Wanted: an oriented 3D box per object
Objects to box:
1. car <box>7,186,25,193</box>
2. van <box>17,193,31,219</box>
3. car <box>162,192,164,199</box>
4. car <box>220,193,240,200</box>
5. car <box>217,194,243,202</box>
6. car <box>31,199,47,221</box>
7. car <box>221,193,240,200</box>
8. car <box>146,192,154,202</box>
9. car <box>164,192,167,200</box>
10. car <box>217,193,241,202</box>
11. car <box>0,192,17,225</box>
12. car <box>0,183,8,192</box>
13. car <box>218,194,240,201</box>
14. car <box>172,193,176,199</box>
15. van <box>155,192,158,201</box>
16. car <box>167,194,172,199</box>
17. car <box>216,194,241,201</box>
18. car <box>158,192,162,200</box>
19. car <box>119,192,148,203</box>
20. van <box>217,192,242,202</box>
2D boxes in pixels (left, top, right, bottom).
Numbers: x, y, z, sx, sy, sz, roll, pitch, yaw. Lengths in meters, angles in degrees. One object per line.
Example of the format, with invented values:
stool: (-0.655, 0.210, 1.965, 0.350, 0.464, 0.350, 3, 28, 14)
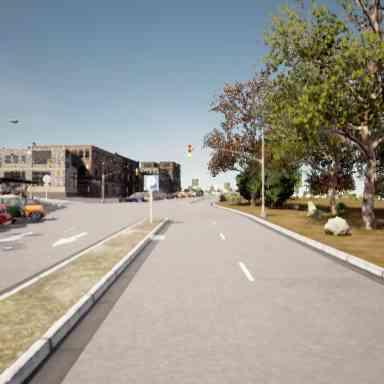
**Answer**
car: (-28.177, 0.093, 54.103, 2.002, 1.452, 4.674, 6, -3, -19)
van: (-13.607, 1.252, 22.454, 4.442, 1.987, 1.878, -1, 0, -19)
car: (-9.658, 1.327, 78.189, 4.674, 1.452, 2.002, -1, 0, -13)
car: (9.439, 1.105, 83.507, 4.553, 1.767, 2.185, 1, 0, -12)
car: (8.186, 1.237, 71.801, 5.366, 1.575, 1.946, 1, 0, -13)
car: (-13.633, 1.359, 25.432, 4.553, 1.767, 2.185, -1, 0, -19)
car: (10.337, 1.102, 89.377, 4.553, 1.767, 2.185, 1, 0, -11)
car: (-10.815, 1.280, 66.231, 5.366, 1.575, 1.946, -1, 0, -15)
car: (-9.287, 1.328, 81.191, 4.674, 1.452, 2.002, -1, 0, -13)
car: (7.651, 1.114, 68.807, 4.553, 1.767, 2.185, 1, 0, -14)
car: (-13.723, 1.222, 19.418, 5.566, 2.045, 2.435, -1, 0, -20)
car: (-31.171, -0.470, 54.163, 2.435, 2.045, 5.566, 6, -3, -19)
car: (8.700, 1.275, 77.640, 4.674, 1.452, 2.002, 1, 0, -13)
car: (-8.023, 1.036, 90.180, 5.566, 2.045, 2.435, -1, 0, -12)
van: (-10.257, 1.060, 72.223, 4.442, 1.987, 1.878, -1, 0, -14)
car: (-8.473, 1.328, 87.174, 4.674, 1.452, 2.002, -1, 0, -12)
car: (8.168, 1.232, 74.652, 5.366, 1.575, 1.946, 1, 0, -13)
car: (-10.030, 1.289, 75.194, 4.892, 1.521, 2.231, -1, 0, -14)
car: (-11.459, 1.322, 63.239, 4.792, 1.488, 2.163, -1, 0, -15)
van: (7.268, 1.014, 65.838, 4.442, 1.987, 1.878, 1, 0, -14)
